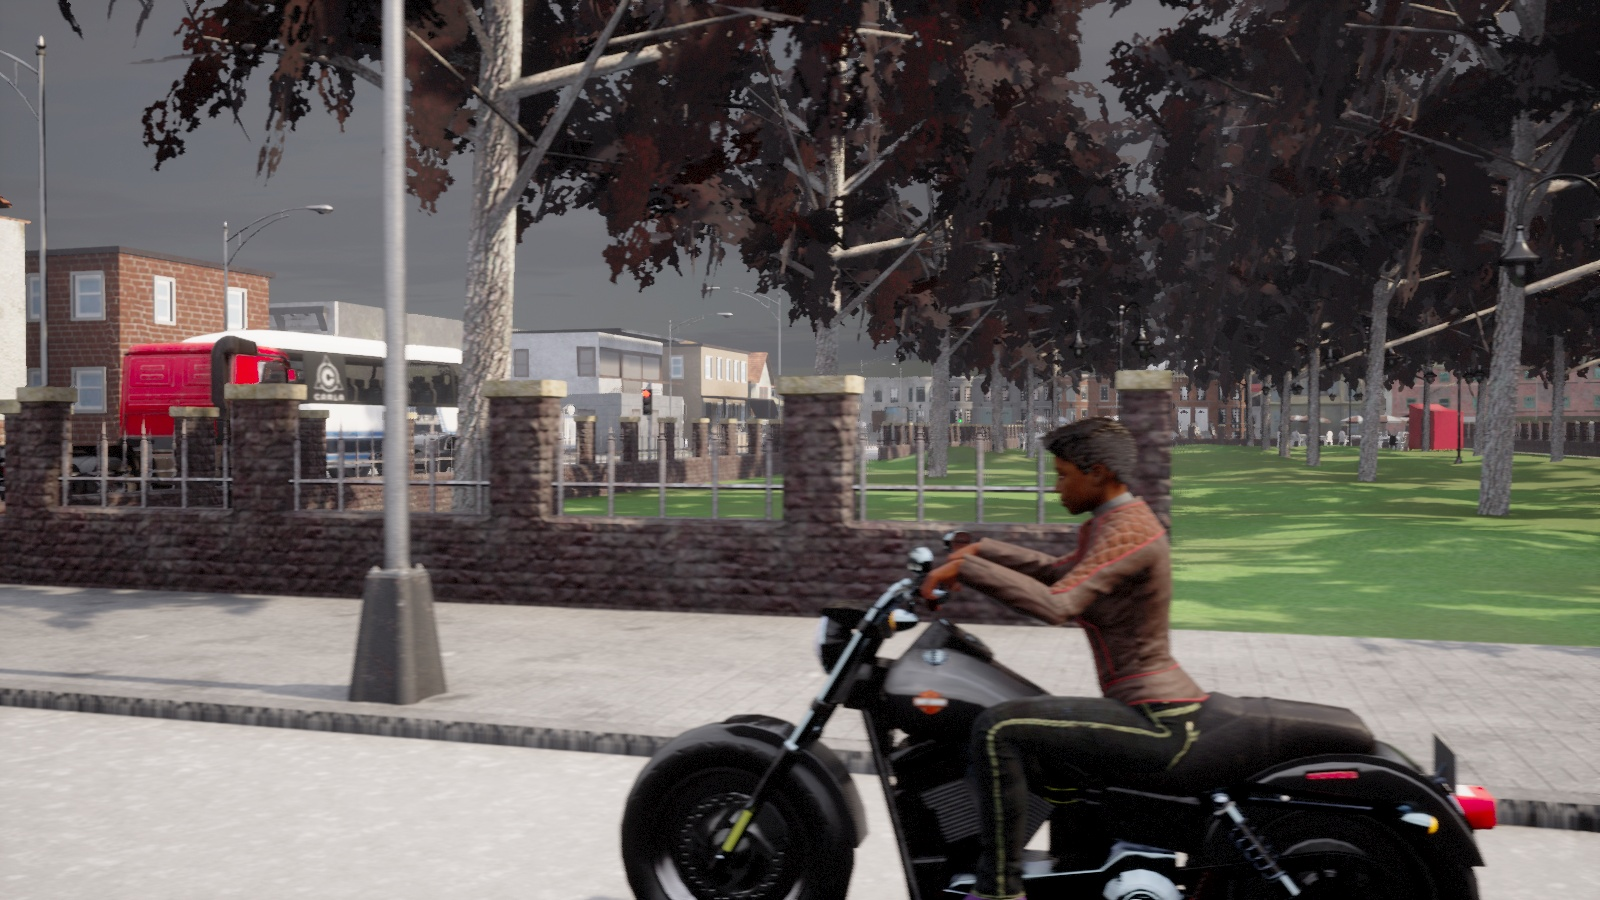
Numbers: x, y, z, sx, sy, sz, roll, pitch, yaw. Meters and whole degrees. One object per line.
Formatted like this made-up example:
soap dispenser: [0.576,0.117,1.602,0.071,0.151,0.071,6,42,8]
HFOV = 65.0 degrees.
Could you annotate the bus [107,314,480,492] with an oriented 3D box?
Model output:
bus: [-13.706,-1.206,35.525,3.944,4.253,10.273,1,1,20]

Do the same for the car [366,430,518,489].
car: [-9.759,0.210,34.670,1.837,1.490,4.892,1,1,14]

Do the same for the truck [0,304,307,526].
truck: [-12.959,-0.612,23.629,2.891,3.462,7.936,1,1,13]

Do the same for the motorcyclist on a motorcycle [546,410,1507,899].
motorcyclist on a motorcycle: [0.542,0.721,3.493,2.350,1.649,0.766,0,1,15]
